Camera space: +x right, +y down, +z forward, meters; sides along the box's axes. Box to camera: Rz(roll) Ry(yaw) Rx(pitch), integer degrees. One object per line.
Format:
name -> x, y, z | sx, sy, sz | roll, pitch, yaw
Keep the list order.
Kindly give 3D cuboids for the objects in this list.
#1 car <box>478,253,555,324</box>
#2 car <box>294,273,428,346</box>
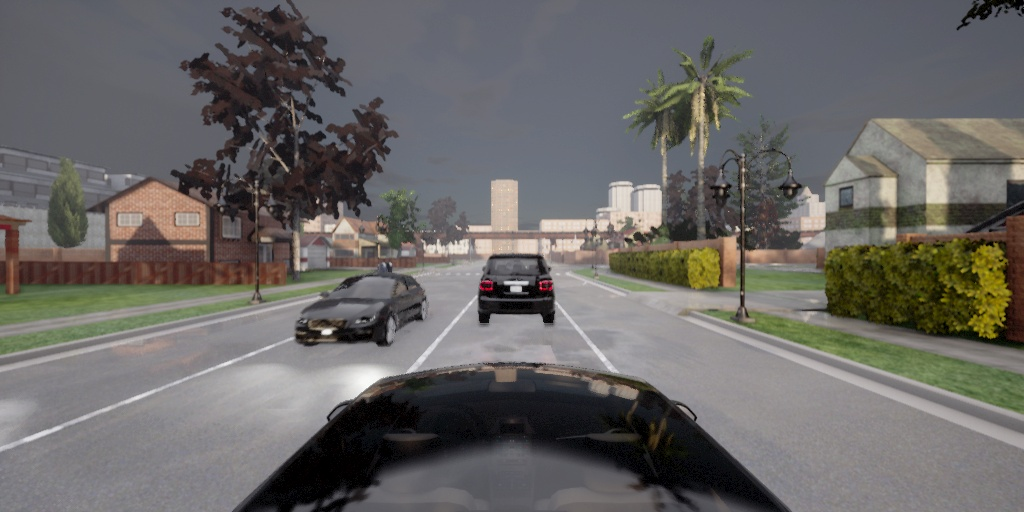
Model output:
car -> 0.155, 0.925, 11.880 | 2.150, 2.045, 5.566 | 0, 0, 1
car -> -3.540, 1.221, 9.337 | 1.837, 1.490, 4.892 | 0, 0, 1
